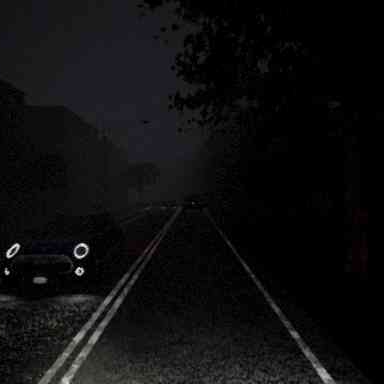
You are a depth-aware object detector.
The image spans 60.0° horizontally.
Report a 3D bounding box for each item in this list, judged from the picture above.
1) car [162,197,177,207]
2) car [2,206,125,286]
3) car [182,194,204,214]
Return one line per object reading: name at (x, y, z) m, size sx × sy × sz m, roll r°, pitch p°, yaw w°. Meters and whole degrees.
car at (-3.340, 1.472, 50.039) m, size 1.882 × 1.535 × 5.008 m, roll 0°, pitch 0°, yaw 0°
car at (-3.354, 1.356, 9.573) m, size 2.097 × 1.767 × 4.553 m, roll 0°, pitch 0°, yaw 0°
car at (0.091, 1.221, 36.013) m, size 2.150 × 2.045 × 5.566 m, roll 0°, pitch 0°, yaw 0°
